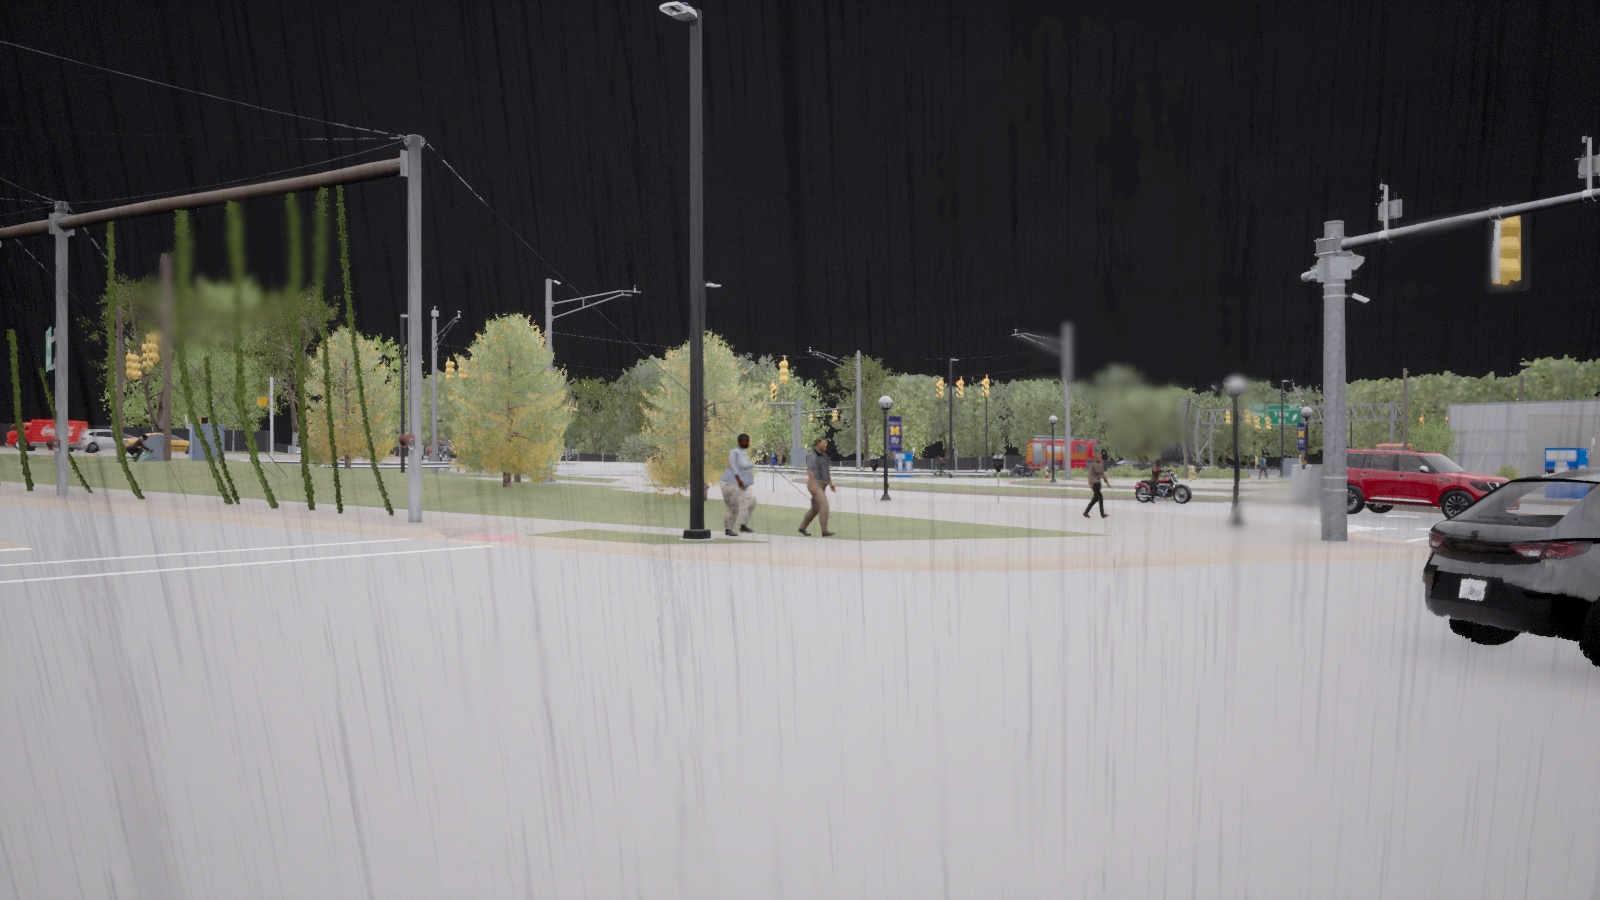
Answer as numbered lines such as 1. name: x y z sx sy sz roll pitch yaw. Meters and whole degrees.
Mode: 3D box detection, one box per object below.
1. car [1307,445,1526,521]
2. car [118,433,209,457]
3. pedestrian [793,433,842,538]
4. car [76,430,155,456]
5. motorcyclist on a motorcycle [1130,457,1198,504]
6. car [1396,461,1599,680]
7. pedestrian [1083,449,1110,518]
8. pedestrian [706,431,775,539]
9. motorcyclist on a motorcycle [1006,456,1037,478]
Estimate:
1. car: 18.649 0.938 38.240 2.150 2.045 5.566 0 1 -38
2. car: -43.276 -0.317 85.418 5.366 1.575 1.801 1 -1 -34
3. pedestrian: 0.313 0.627 22.523 0.694 1.848 0.540 0 0 32
4. car: -47.342 -0.443 86.917 4.611 1.667 2.242 1 -1 -34
5. motorcyclist on a motorcycle: 13.129 1.083 45.398 0.766 1.649 2.350 0 -1 -38
6. car: 7.125 0.819 9.727 4.193 1.474 1.816 -1 -1 -7
7. pedestrian: 8.021 0.900 33.951 0.331 1.846 0.634 0 0 -34
8. pedestrian: -1.036 0.598 22.111 0.900 1.855 0.874 0 0 25
9. motorcyclist on a motorcycle: 16.220 1.243 91.839 2.350 1.649 0.766 1 -1 -33
